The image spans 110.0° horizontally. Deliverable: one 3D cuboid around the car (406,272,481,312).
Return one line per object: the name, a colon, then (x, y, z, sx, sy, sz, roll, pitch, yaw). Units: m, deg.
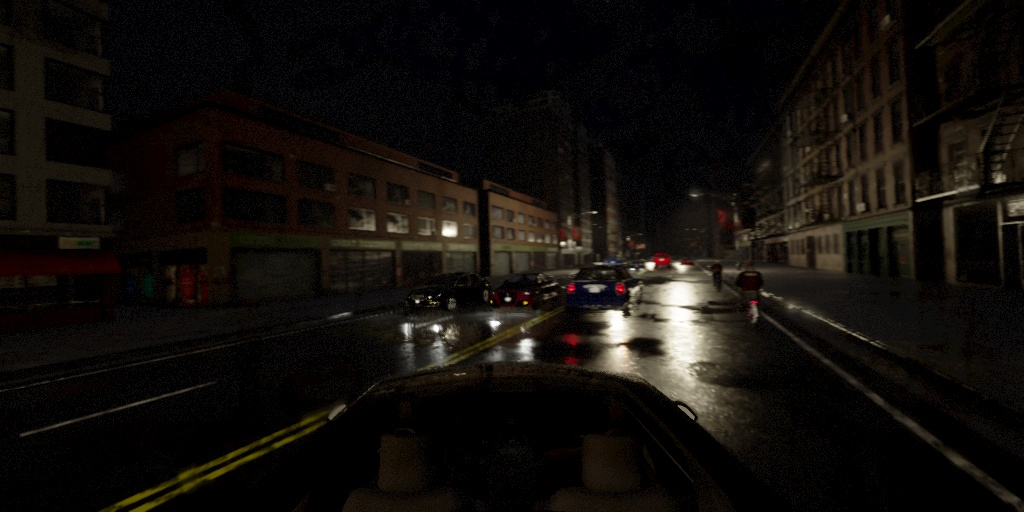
car: (-2.615, 1.492, 15.988, 1.837, 1.490, 4.892, -2, -1, 25)

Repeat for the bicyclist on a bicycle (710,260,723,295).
bicyclist on a bicycle: (9.833, 1.013, 17.193, 0.582, 1.620, 1.656, -2, -1, 25)

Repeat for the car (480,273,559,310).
car: (0.677, 1.428, 15.346, 1.994, 1.385, 4.181, -2, -1, 25)

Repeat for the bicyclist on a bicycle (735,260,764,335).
bicyclist on a bicycle: (5.951, 0.985, 9.001, 0.659, 1.776, 1.843, -2, 0, 25)

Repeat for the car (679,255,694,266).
car: (27.833, 0.864, 57.121, 1.994, 1.385, 4.181, -2, 0, 26)

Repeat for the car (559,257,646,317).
car: (3.554, 1.095, 13.384, 2.097, 1.767, 4.553, -2, -1, 25)

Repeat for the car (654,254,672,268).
car: (21.642, 0.688, 51.585, 2.150, 2.045, 5.566, -2, -1, 25)

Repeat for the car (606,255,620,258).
car: (14.744, 0.943, 52.613, 2.150, 2.045, 5.566, -2, -1, 26)

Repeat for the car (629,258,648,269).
car: (19.082, 1.129, 54.105, 2.033, 1.411, 5.357, -2, -1, 26)
